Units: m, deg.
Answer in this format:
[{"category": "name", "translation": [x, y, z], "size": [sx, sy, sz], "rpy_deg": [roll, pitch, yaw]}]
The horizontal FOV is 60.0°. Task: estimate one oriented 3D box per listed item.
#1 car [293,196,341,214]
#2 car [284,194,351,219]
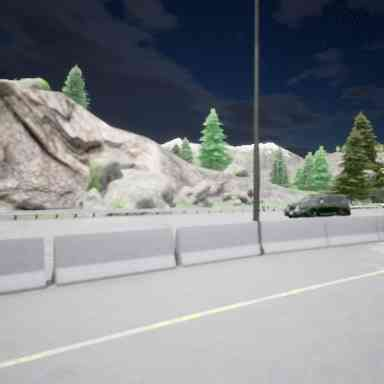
[{"category": "car", "translation": [13.228, 1.331, 35.158], "size": [4.553, 1.767, 2.097], "rpy_deg": [0, 0, -24]}, {"category": "car", "translation": [9.811, 1.207, 25.829], "size": [5.566, 2.045, 2.150], "rpy_deg": [0, 0, -27]}]
